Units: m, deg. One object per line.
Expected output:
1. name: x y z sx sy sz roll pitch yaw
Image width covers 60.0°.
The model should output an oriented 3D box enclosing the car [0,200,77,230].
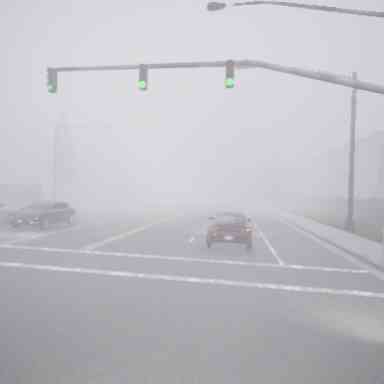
1. car: -8.438 1.259 19.244 1.837 1.490 4.892 2 0 7

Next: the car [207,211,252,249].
1. car: 1.697 1.586 14.976 1.812 1.442 4.674 2 0 7
